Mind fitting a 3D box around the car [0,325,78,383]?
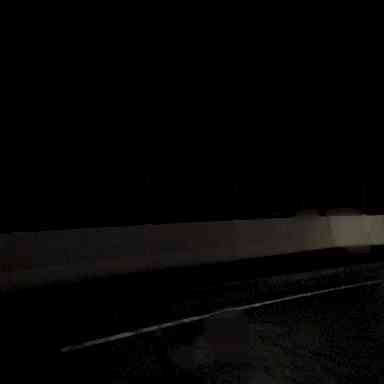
[{"bbox_3d":[-3.057,1.490,1.558,4.902,1.511,2.128,0,0,-37],"label":"car"}]
